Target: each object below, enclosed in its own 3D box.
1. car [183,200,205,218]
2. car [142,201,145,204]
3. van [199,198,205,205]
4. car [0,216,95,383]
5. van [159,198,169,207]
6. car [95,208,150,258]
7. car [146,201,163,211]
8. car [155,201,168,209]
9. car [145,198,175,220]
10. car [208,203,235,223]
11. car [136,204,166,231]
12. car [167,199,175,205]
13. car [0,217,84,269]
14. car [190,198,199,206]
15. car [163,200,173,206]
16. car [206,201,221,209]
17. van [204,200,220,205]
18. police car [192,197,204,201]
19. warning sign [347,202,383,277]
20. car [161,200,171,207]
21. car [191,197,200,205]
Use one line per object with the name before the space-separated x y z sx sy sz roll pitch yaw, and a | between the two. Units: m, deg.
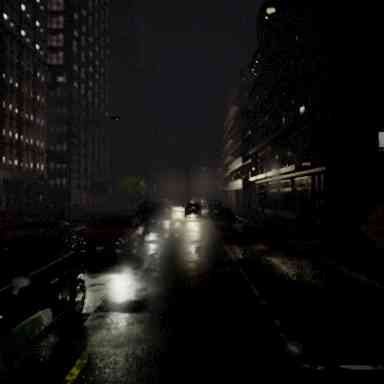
car | 0.106 1.937 35.756 1.837 1.490 4.892 0 -1 0
car | -5.687 2.051 39.945 1.947 1.339 4.313 0 -1 0
van | 2.701 2.477 89.647 1.690 1.788 3.998 0 -1 0
car | -3.100 1.408 4.549 2.097 1.767 4.553 0 -1 0
van | -5.683 2.182 67.558 1.690 1.788 3.998 0 -1 0
car | -3.093 1.642 13.638 1.882 1.535 5.008 0 -1 0
car | -5.685 2.177 50.989 2.008 1.369 4.403 0 -1 0
car | -5.684 2.320 62.034 2.008 1.369 4.403 0 -1 0
car | -3.035 1.749 32.877 2.097 1.767 4.553 0 -1 0
car | 2.693 1.914 28.898 1.947 1.339 4.313 0 -1 0
car | -3.091 1.801 22.945 1.812 1.442 4.674 0 -1 1
car | -5.680 2.576 89.648 1.967 1.590 4.097 0 -1 0
car | -5.690 1.714 12.332 1.947 1.339 4.313 0 -1 0
car | 0.668 2.337 78.897 2.097 1.767 4.553 0 -1 0
car | -5.681 2.553 78.601 1.947 1.339 4.313 0 -1 0
car | 2.694 1.943 34.591 1.752 1.417 4.829 0 -1 0
van | 2.694 1.826 39.946 1.690 1.788 3.998 0 -1 0
police car | 0.910 2.286 69.042 1.930 1.638 5.238 0 -1 0
warning sign | 5.070 1.223 8.938 1.300 1.860 1.060 0 -1 0
car | -5.682 2.458 73.079 1.887 1.381 4.507 0 -1 0
car | 0.913 2.297 84.964 2.150 2.045 5.566 0 -1 0
